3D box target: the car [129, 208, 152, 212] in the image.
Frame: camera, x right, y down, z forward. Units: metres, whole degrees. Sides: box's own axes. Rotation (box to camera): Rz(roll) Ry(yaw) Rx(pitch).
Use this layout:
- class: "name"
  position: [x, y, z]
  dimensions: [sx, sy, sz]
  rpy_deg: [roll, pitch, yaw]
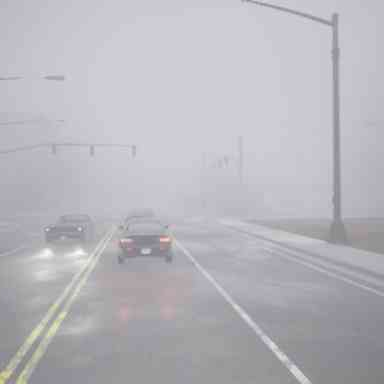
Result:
- class: "car"
  position: [-3.319, 1.774, 21.518]
  dimensions: [1.882, 1.535, 5.008]
  rpy_deg: [0, -1, -10]

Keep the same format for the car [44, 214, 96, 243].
- class: "car"
  position: [-6.378, 1.863, 17.782]
  dimensions: [1.895, 1.301, 4.718]
  rpy_deg: [0, -1, -9]

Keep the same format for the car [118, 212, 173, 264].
- class: "car"
  position: [-1.805, 1.699, 12.593]
  dimensions: [1.812, 1.442, 4.674]
  rpy_deg: [0, -1, -9]
